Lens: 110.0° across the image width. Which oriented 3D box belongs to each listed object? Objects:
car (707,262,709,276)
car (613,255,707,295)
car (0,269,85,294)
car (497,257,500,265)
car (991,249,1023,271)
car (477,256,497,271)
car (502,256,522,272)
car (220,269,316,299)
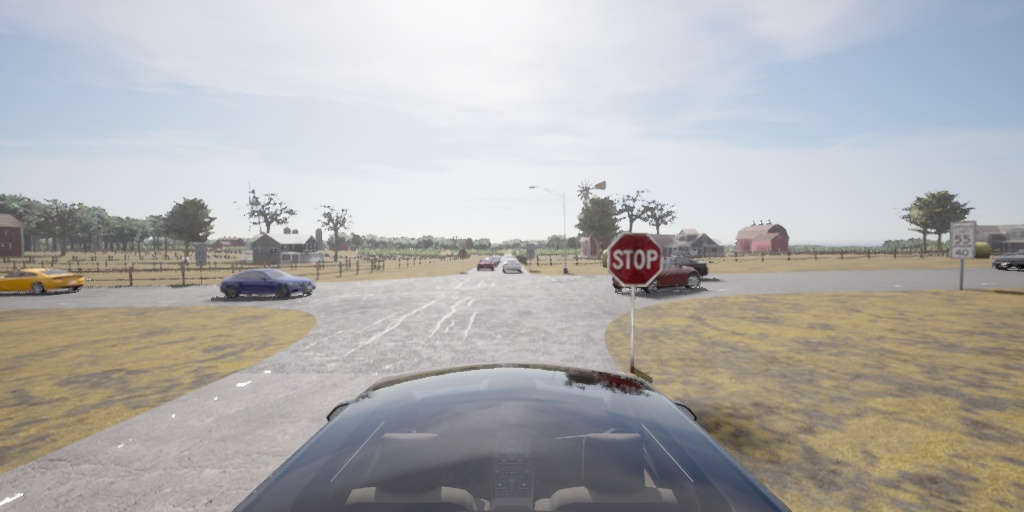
[{"bbox_3d":[9.782,0.742,22.831,5.008,1.535,1.882,-1,2,0],"label":"car"},{"bbox_3d":[7.290,0.813,18.011,4.553,1.767,2.097,-2,2,-29],"label":"car"},{"bbox_3d":[-30.366,1.580,22.767,5.008,1.535,1.882,-1,2,0],"label":"car"},{"bbox_3d":[-3.106,0.902,50.911,1.994,1.385,4.181,0,0,-1],"label":"car"},{"bbox_3d":[33.797,0.218,22.866,4.892,1.490,1.837,-1,2,0],"label":"car"},{"bbox_3d":[-3.029,1.010,41.726,1.895,1.301,4.718,0,0,-1],"label":"car"},{"bbox_3d":[-0.031,0.963,38.148,1.812,1.442,4.674,0,0,-2],"label":"car"},{"bbox_3d":[-12.626,1.391,18.579,4.674,1.442,1.812,-1,1,8],"label":"car"}]
